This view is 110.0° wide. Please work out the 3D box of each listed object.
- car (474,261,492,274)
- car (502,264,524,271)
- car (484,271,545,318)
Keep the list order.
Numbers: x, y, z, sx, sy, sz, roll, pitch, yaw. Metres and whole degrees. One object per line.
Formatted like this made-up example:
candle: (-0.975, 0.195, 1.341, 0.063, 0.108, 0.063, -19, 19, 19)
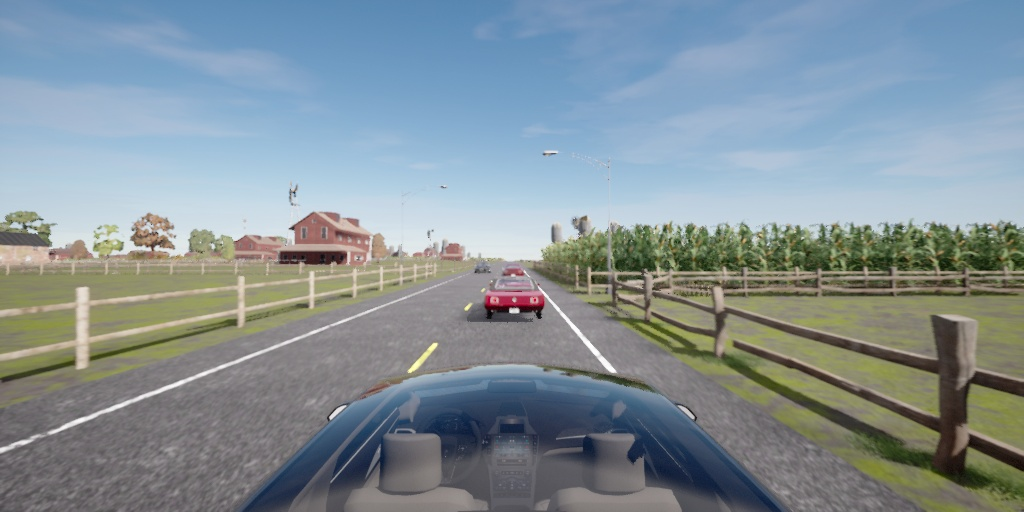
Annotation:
car: (-3.582, 1.402, 44.296, 1.837, 1.490, 4.892, 0, 0, 0)
car: (0.092, 1.371, 30.975, 1.812, 1.442, 4.674, 0, 0, 0)
car: (0.083, 1.384, 13.147, 1.895, 1.301, 4.718, 0, 0, 0)
